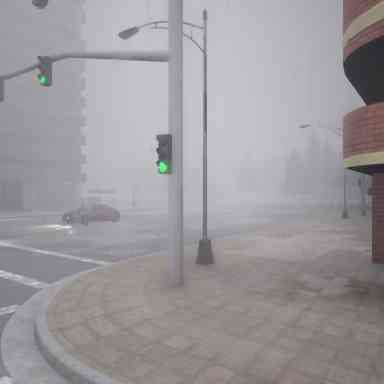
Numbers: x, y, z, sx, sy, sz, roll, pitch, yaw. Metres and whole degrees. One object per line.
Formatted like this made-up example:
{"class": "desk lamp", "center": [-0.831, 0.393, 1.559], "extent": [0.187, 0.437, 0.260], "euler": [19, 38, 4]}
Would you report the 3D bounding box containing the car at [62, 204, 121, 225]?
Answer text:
{"class": "car", "center": [-7.214, 1.564, 24.121], "extent": [1.994, 1.385, 4.181], "euler": [0, 0, 36]}
